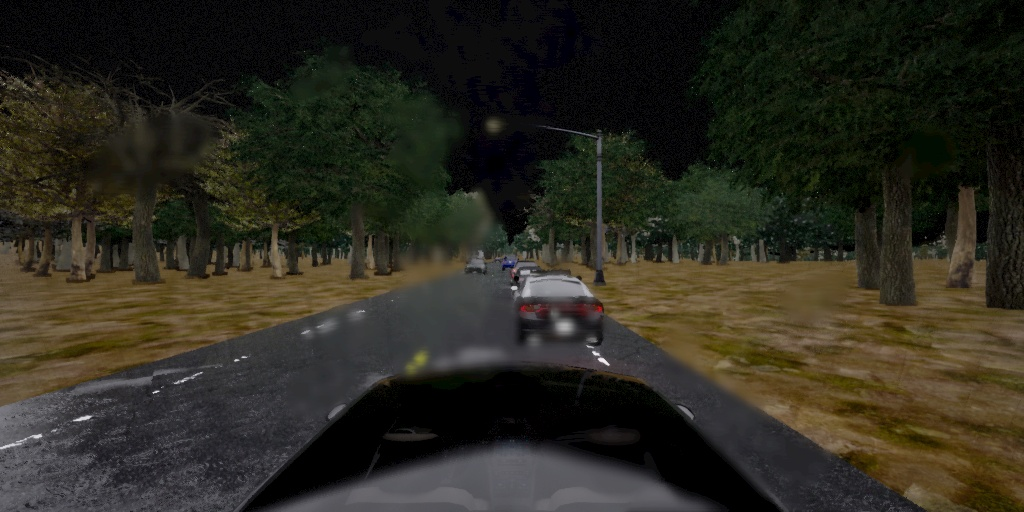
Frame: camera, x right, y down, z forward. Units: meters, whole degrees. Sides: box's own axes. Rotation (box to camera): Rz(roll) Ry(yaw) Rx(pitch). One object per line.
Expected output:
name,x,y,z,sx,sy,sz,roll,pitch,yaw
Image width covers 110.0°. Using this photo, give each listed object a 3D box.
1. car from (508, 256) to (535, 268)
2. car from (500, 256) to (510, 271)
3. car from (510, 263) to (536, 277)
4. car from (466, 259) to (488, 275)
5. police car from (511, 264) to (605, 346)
car,0.934,1.101,25.439,2.097,1.767,4.553,0,0,0
car,-0.206,0.952,49.465,2.150,2.045,5.566,0,0,0
car,0.965,1.279,19.468,1.812,1.442,4.674,0,0,0
car,-3.782,1.093,38.967,2.097,1.767,4.553,0,0,0
police car,1.013,1.178,9.575,1.930,1.638,5.238,0,0,0
